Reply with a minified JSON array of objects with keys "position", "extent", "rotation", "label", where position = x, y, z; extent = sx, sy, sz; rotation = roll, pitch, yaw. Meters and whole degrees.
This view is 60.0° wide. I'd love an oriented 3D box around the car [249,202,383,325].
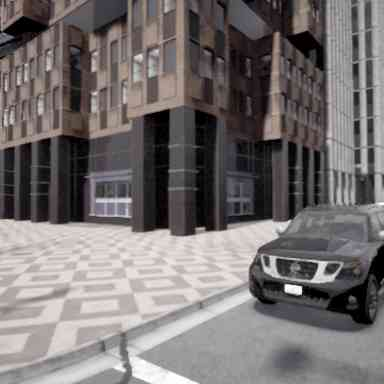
[{"position":[3.483,1.362,7.931],"extent":[2.150,2.045,5.566],"rotation":[-2,-2,39],"label":"car"}]
